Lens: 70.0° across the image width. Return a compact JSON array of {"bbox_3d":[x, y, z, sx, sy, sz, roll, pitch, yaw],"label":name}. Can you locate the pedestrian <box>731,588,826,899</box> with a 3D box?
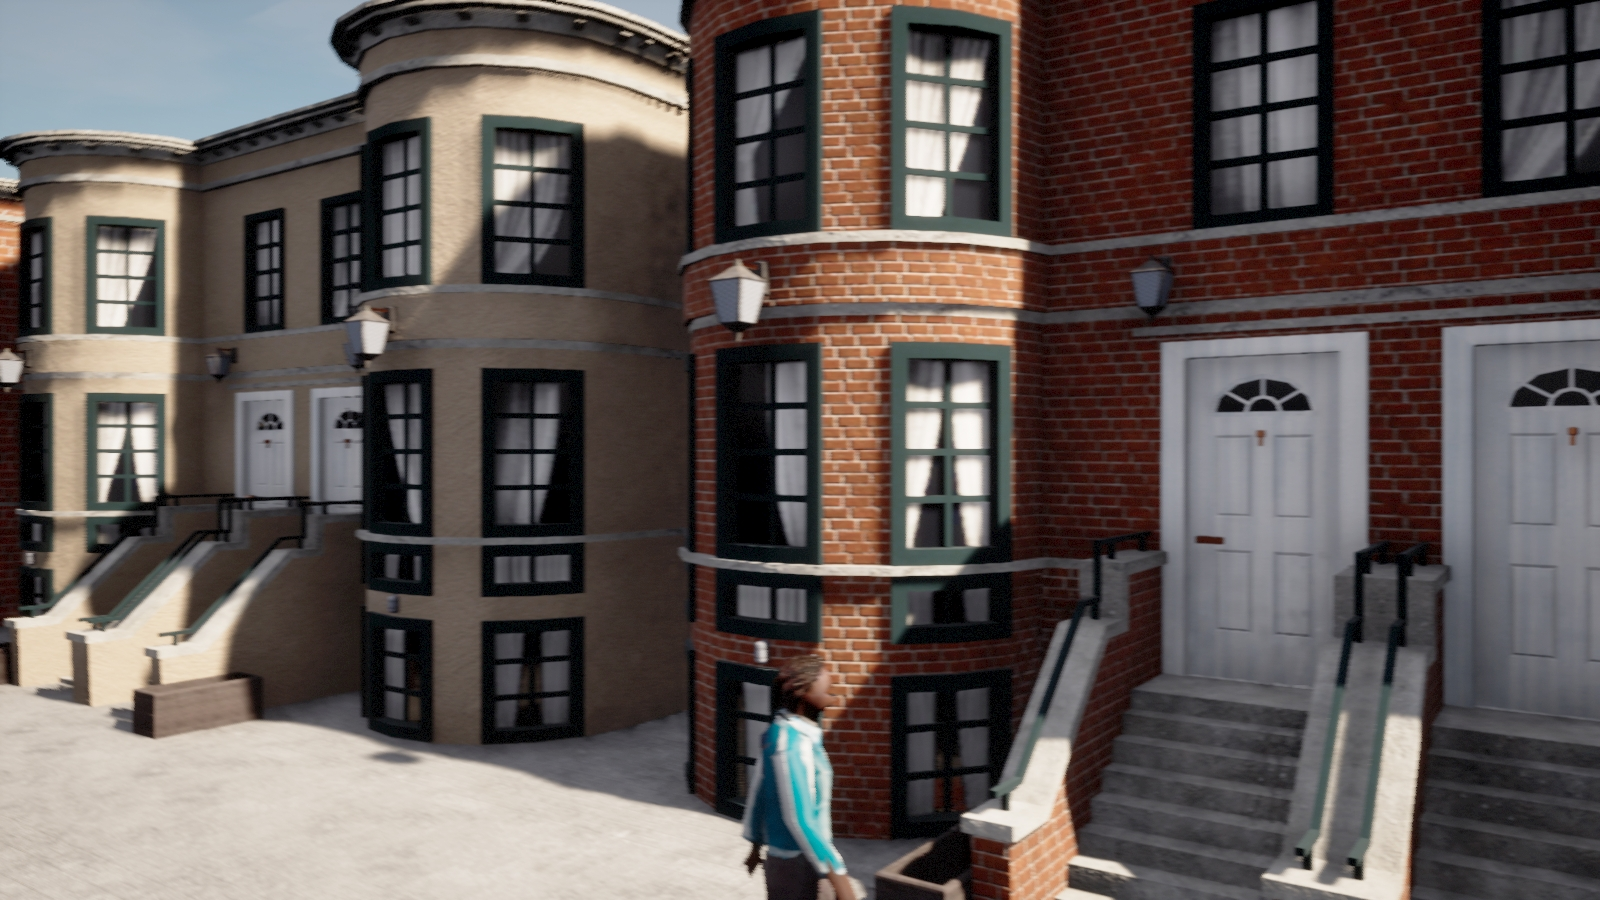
[{"bbox_3d":[-0.087,1.525,4.736,0.375,1.860,0.375,0,0,-1],"label":"pedestrian"}]
